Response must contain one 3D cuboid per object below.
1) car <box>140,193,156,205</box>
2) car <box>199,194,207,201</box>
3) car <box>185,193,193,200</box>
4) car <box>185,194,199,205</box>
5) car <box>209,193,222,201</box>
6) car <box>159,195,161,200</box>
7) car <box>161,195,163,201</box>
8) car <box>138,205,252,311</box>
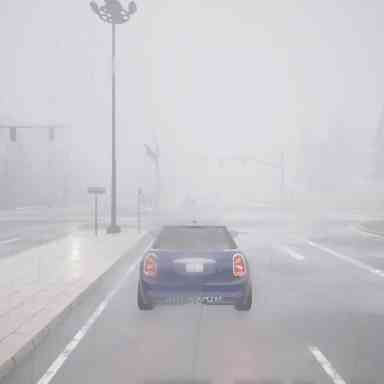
[{"bbox_3d":[-8.372,1.221,60.037,2.150,2.045,5.566,0,0,-1],"label":"car"},{"bbox_3d":[2.775,1.513,85.331,1.812,1.442,4.674,0,0,-1],"label":"car"},{"bbox_3d":[-0.899,1.189,95.625,2.150,2.045,5.566,0,0,-1],"label":"car"},{"bbox_3d":[-0.210,1.526,54.766,1.812,1.442,4.674,0,0,-1],"label":"car"},{"bbox_3d":[6.280,1.215,85.063,2.150,2.045,5.566,0,0,-1],"label":"car"},{"bbox_3d":[-8.516,1.500,72.856,1.837,1.490,4.892,0,0,-1],"label":"car"},{"bbox_3d":[-8.764,1.490,87.551,1.837,1.490,4.892,0,0,-1],"label":"car"},{"bbox_3d":[0.063,1.352,7.946,2.097,1.767,4.553,0,0,0],"label":"car"}]
